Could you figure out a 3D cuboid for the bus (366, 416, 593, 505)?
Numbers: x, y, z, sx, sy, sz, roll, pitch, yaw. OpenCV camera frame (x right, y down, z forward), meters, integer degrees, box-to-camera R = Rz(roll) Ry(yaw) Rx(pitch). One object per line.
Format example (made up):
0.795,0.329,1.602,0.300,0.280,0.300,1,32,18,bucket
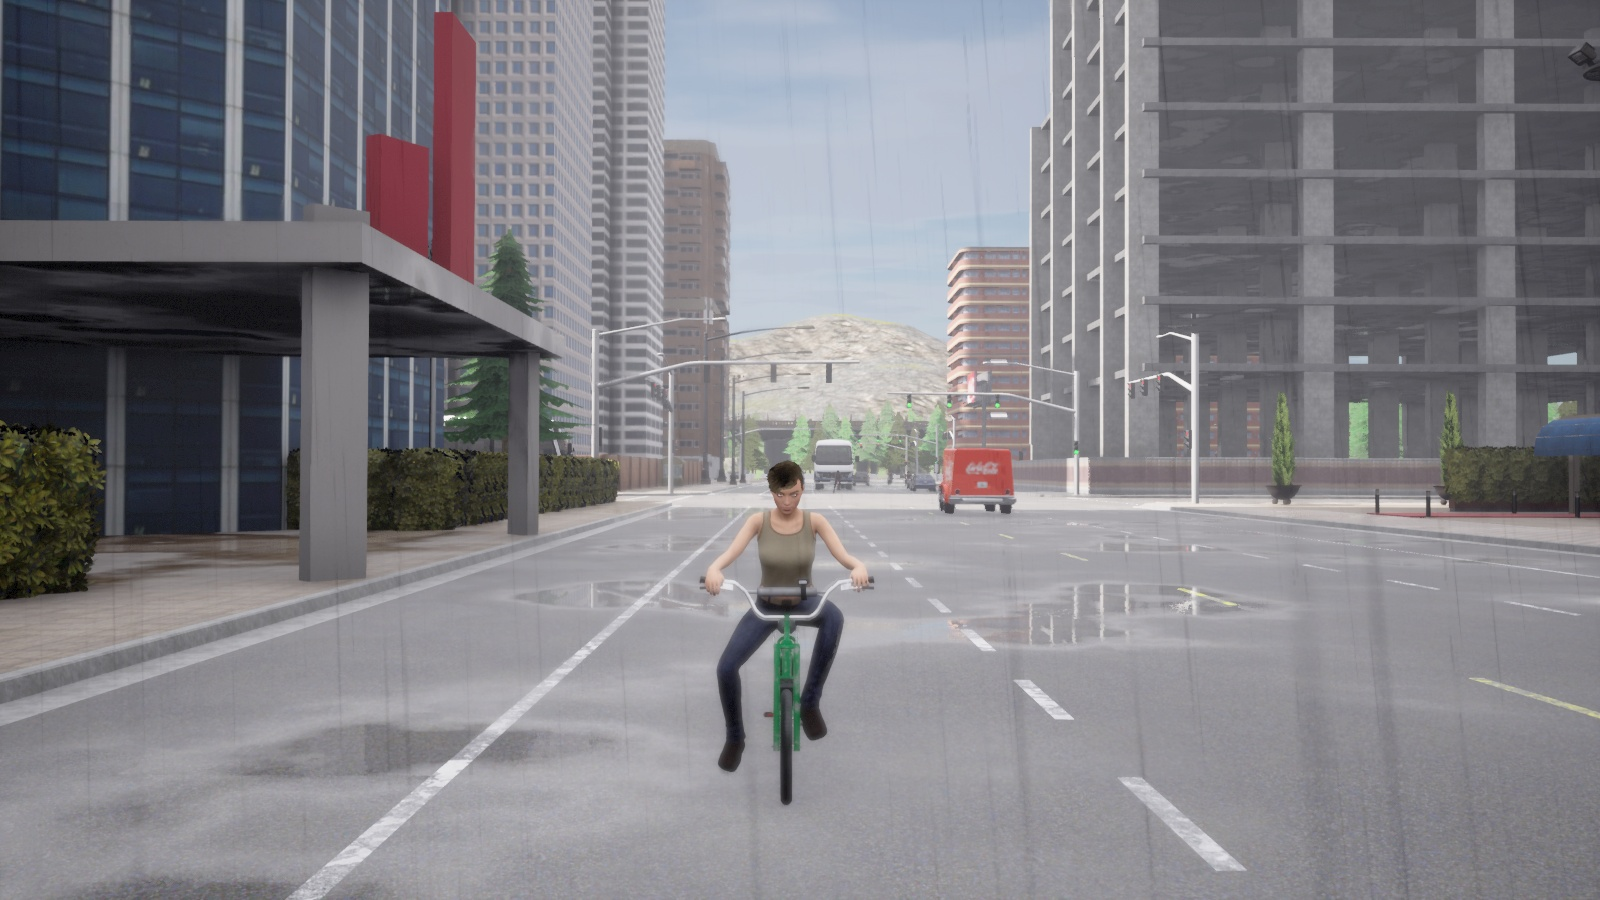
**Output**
-15.772,0.549,62.540,10.273,4.253,3.944,0,-1,0,bus

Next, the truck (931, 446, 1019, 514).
6.636,1.121,48.339,2.627,2.467,5.204,0,0,0,truck

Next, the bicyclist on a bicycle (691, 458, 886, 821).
-0.061,0.858,6.372,0.866,1.612,1.509,0,-1,-1,bicyclist on a bicycle
